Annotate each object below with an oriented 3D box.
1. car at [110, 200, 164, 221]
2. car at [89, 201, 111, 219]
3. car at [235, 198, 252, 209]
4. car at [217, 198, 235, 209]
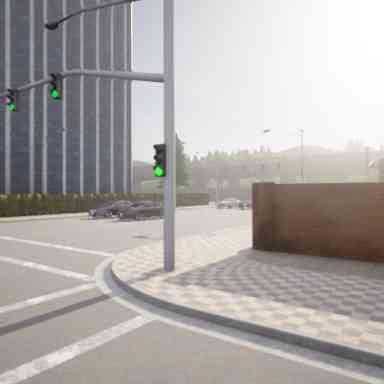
[{"bbox_3d":[-3.967,1.510,27.171,1.837,1.490,4.892,0,0,35],"label":"car"},{"bbox_3d":[-6.778,1.498,29.259,2.128,1.511,4.902,0,0,35],"label":"car"},{"bbox_3d":[8.076,1.499,44.002,2.128,1.511,4.902,0,0,35],"label":"car"},{"bbox_3d":[5.225,1.534,46.032,1.812,1.442,4.674,0,0,36],"label":"car"}]
